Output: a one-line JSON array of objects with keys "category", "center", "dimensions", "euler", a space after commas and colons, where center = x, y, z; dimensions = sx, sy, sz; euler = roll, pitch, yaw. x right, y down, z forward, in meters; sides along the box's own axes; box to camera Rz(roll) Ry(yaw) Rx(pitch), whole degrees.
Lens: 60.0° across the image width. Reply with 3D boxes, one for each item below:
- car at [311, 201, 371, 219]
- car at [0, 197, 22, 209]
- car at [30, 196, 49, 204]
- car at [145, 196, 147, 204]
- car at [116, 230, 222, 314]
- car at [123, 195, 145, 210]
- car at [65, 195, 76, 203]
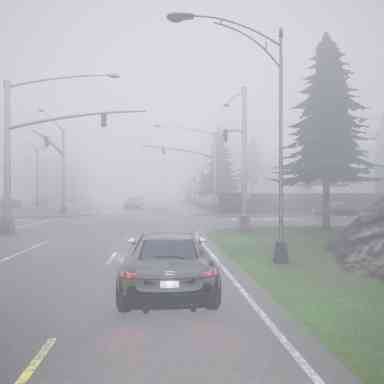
[{"category": "car", "center": [12.682, 1.491, 28.391], "dimensions": [4.902, 1.511, 2.128], "euler": [0, 0, -7]}, {"category": "car", "center": [-21.376, 1.339, 38.426], "dimensions": [2.007, 1.523, 4.514], "euler": [0, 0, -5]}, {"category": "car", "center": [-25.960, 1.384, 56.712], "dimensions": [1.970, 1.475, 3.806], "euler": [0, 0, -5]}, {"category": "car", "center": [-8.601, 1.564, 52.974], "dimensions": [1.994, 1.385, 4.181], "euler": [0, 0, -5]}, {"category": "car", "center": [-0.567, 1.564, 7.743], "dimensions": [1.994, 1.385, 4.181], "euler": [0, 0, -5]}, {"category": "car", "center": [-7.660, 1.352, 43.125], "dimensions": [2.097, 1.767, 4.553], "euler": [0, 0, -5]}, {"category": "car", "center": [-23.631, 1.374, 64.362], "dimensions": [1.845, 1.501, 3.633], "euler": [0, 0, -5]}]
